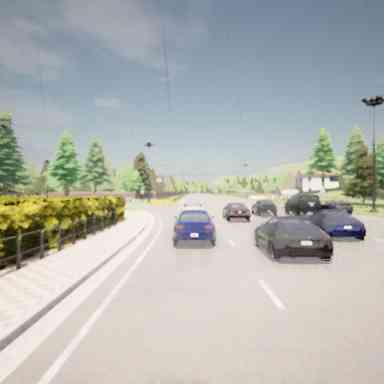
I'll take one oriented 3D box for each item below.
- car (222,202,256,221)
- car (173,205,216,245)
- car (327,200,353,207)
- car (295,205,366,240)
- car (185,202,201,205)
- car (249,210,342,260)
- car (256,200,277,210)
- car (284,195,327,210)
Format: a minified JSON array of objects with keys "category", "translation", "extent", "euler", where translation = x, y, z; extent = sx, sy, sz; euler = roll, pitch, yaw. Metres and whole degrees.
[{"category":"car","translation":[3.597,1.578,27.480],"extent":[2.033,1.411,5.357],"euler":[0,0,0]},{"category":"car","translation":[0.099,1.543,15.454],"extent":[1.812,1.442,4.674],"euler":[0,0,0]},{"category":"car","translation":[14.098,1.528,32.884],"extent":[2.128,1.511,4.902],"euler":[0,0,0]},{"category":"car","translation":[7.098,1.583,17.125],"extent":[1.994,1.385,4.181],"euler":[0,0,0]},{"category":"car","translation":[0.098,1.636,31.322],"extent":[1.895,1.301,4.718],"euler":[0,0,0]},{"category":"car","translation":[3.594,1.577,12.419],"extent":[1.994,1.385,4.181],"euler":[0,0,0]},{"category":"car","translation":[7.098,1.541,33.002],"extent":[1.837,1.490,4.892],"euler":[0,0,0]},{"category":"car","translation":[10.598,1.257,32.074],"extent":[2.150,2.045,5.566],"euler":[0,0,0]}]
